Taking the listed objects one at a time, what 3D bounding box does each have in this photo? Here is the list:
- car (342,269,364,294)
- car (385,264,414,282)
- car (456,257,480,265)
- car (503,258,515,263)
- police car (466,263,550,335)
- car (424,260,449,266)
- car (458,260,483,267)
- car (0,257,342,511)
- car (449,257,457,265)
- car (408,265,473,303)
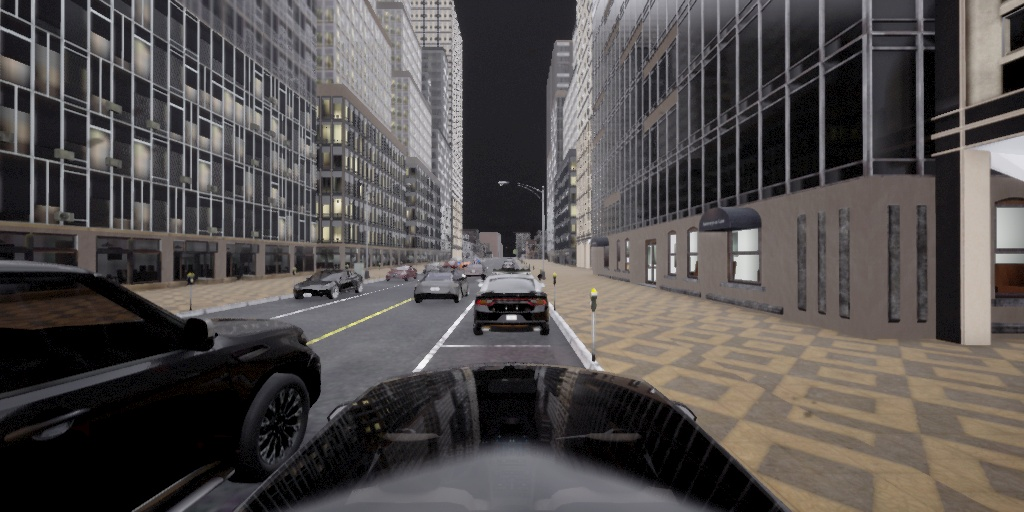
[{"bbox_3d":[-8.836,1.313,17.650,1.948,1.339,4.313,0,0,0],"label":"car"},{"bbox_3d":[-8.835,1.324,29.033,1.802,1.307,4.207,0,0,0],"label":"car"},{"bbox_3d":[-6.146,1.134,50.692,2.097,1.767,4.553,0,0,0],"label":"car"},{"bbox_3d":[-0.455,1.297,46.099,1.948,1.339,4.313,0,0,0],"label":"car"},{"bbox_3d":[-0.012,1.174,10.609,1.930,1.638,5.238,0,0,0],"label":"police car"},{"bbox_3d":[-8.836,1.286,40.419,2.007,1.370,4.403,0,0,0],"label":"car"},{"bbox_3d":[-3.145,1.305,31.662,2.033,1.411,5.357,0,0,0],"label":"car"},{"bbox_3d":[-3.145,0.966,1.530,2.150,2.045,5.566,0,0,0],"label":"car"},{"bbox_3d":[-8.836,1.273,51.803,1.888,1.381,4.507,0,0,0],"label":"car"},{"bbox_3d":[-3.145,1.321,16.662,1.994,1.385,4.181,0,0,0],"label":"car"}]
